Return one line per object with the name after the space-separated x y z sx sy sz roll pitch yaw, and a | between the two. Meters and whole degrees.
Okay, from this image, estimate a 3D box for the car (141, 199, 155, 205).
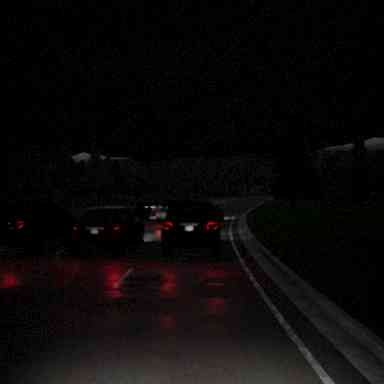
-8.074 2.181 68.073 1.812 1.442 4.674 0 0 15 | car

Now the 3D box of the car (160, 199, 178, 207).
-4.649 2.189 67.344 2.033 1.411 5.357 0 -1 15 | car

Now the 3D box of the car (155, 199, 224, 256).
0.063 1.350 13.964 2.150 2.045 5.566 0 0 3 | car

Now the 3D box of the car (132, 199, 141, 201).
-11.492 2.194 68.829 2.128 1.511 4.902 0 -1 14 | car

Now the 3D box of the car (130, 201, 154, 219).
-5.167 1.819 30.062 1.812 1.442 4.674 0 0 9 | car

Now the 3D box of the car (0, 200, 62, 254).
-6.926 1.364 14.352 2.150 2.045 5.566 0 0 3 | car

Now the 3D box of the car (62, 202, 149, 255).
-3.422 1.491 14.231 2.097 1.767 4.553 0 -1 3 | car
